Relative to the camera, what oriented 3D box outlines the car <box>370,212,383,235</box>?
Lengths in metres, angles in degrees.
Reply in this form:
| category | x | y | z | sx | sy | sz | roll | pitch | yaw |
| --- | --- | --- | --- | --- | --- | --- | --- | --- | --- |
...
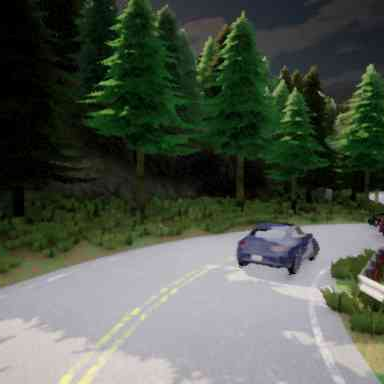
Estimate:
| category | x | y | z | sx | sy | sz | roll | pitch | yaw |
| --- | --- | --- | --- | --- | --- | --- | --- | --- | --- |
| car | 13.354 | 2.061 | 19.897 | 4.674 | 1.442 | 1.812 | 1 | 3 | -20 |

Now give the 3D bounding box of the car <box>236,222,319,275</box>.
| category | x | y | z | sx | sy | sz | roll | pitch | yaw |
| --- | --- | --- | --- | --- | --- | --- | --- | --- | --- |
| car | 3.060 | 1.781 | 11.553 | 1.812 | 1.442 | 4.674 | 2 | 0 | 31 |

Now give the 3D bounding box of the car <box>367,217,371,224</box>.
| category | x | y | z | sx | sy | sz | roll | pitch | yaw |
| --- | --- | --- | --- | --- | --- | --- | --- | --- | --- |
| car | 14.784 | 1.916 | 23.783 | 4.181 | 1.385 | 1.994 | 1 | 4 | -17 |
